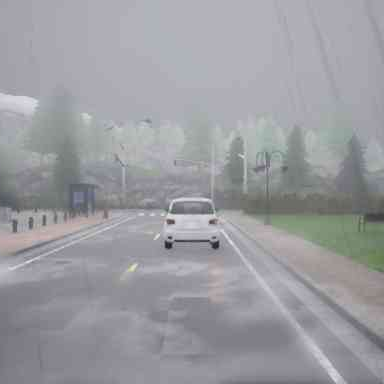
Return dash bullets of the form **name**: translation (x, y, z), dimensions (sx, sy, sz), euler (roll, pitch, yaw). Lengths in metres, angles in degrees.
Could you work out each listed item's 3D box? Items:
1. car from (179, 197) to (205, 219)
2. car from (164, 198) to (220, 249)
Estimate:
- **car**: translation (0.000, 1.365, 29.620), dimensions (2.097, 1.767, 4.553), euler (0, 0, 0)
- **car**: translation (0.000, 1.256, 14.680), dimensions (2.150, 2.045, 5.566), euler (0, 0, 0)
